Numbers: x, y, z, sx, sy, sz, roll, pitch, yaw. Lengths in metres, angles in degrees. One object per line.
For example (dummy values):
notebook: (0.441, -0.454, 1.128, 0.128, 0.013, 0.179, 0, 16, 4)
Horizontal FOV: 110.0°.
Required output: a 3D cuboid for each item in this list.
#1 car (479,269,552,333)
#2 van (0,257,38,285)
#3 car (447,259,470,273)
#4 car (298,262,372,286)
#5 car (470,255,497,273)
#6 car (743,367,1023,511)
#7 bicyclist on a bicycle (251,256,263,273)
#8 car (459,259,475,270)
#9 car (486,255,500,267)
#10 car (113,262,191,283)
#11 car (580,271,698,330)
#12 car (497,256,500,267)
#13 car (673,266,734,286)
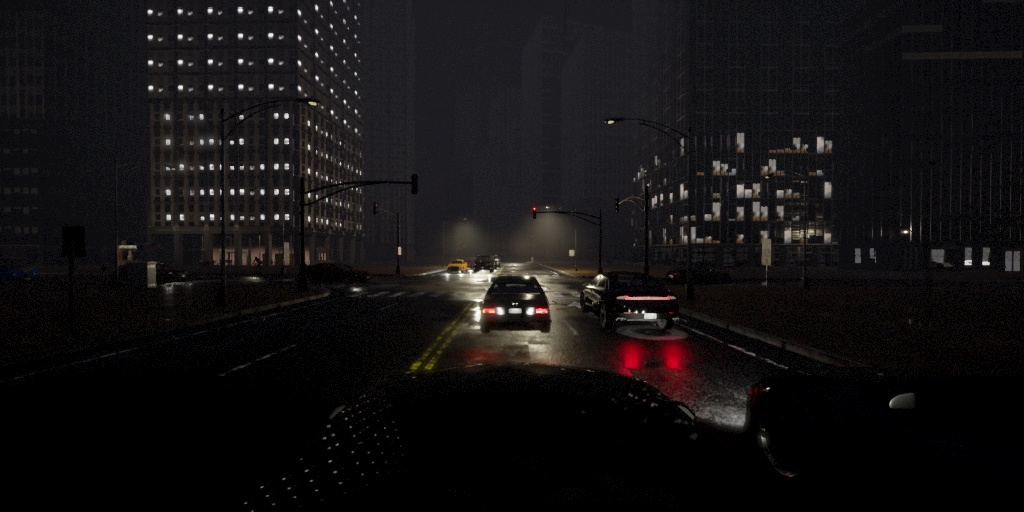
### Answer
car: (0.109, 1.294, 10.672, 2.033, 1.411, 5.357, 0, 0, 1)
van: (-33.909, 0.960, 23.625, 3.998, 1.789, 1.690, 0, 0, 1)
car: (-6.548, 1.193, 43.206, 1.882, 1.535, 5.008, 0, 0, 0)
car: (-12.261, 1.182, 24.939, 5.008, 1.535, 1.882, 0, 0, 12)
car: (-3.299, 0.938, 42.882, 2.150, 2.045, 5.566, 0, 0, 0)
car: (3.354, 1.314, 1.928, 1.994, 1.385, 4.181, 0, 0, 0)
bicyclist on a bicycle: (-24.665, 0.868, 34.704, 0.582, 1.620, 1.656, 0, 1, 1)
car: (-6.535, 1.223, 52.618, 1.812, 1.442, 4.674, 0, 0, 0)
car: (-3.265, 0.896, 63.064, 2.150, 2.045, 5.566, 0, 0, 0)
car: (-26.102, 1.160, 26.006, 4.674, 1.442, 1.812, 0, 0, 1)
car: (3.356, 1.238, 11.085, 2.128, 1.511, 4.902, 0, 0, 0)
car: (-3.286, 1.049, 52.836, 2.097, 1.767, 4.553, 0, 0, 0)
car: (13.147, 1.381, 25.240, 4.181, 1.385, 1.994, 0, 0, 1)
